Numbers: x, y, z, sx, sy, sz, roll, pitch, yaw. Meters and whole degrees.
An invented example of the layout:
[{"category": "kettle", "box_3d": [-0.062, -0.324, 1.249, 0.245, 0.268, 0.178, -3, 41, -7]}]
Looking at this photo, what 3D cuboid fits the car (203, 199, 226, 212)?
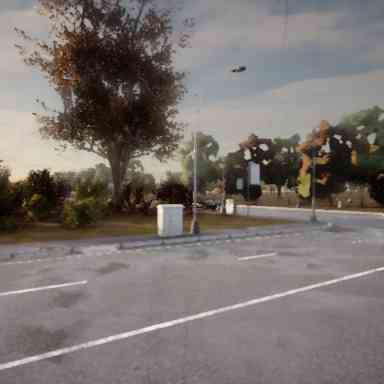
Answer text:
[{"category": "car", "box_3d": [3.209, 1.735, 43.426, 2.128, 1.511, 4.902, 1, 0, -32]}]
